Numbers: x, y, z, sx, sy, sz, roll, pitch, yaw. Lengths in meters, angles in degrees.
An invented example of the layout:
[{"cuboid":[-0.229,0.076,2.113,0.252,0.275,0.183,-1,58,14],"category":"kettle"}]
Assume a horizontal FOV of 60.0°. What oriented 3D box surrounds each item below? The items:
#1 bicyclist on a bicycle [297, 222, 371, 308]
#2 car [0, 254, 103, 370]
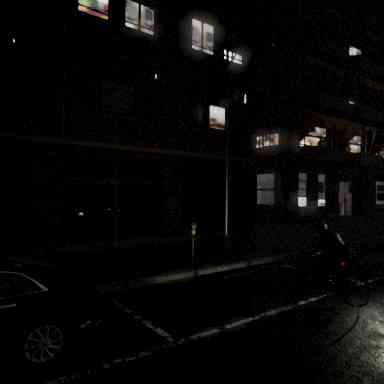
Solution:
[{"cuboid":[2.839,1.457,6.860,0.582,1.620,1.656,0,-2,-36],"category":"bicyclist on a bicycle"},{"cuboid":[-3.354,1.551,4.117,4.403,1.369,2.008,0,1,-36],"category":"car"}]
